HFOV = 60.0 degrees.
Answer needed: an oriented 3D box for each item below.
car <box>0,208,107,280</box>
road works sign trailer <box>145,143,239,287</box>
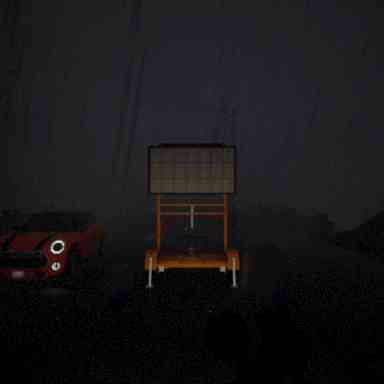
[{"bbox_3d":[-4.096,1.353,10.049,2.097,1.767,4.553,0,0,0],"label":"car"},{"bbox_3d":[0.006,0.464,9.253,2.380,3.560,2.880,0,0,0],"label":"road works sign trailer"}]
